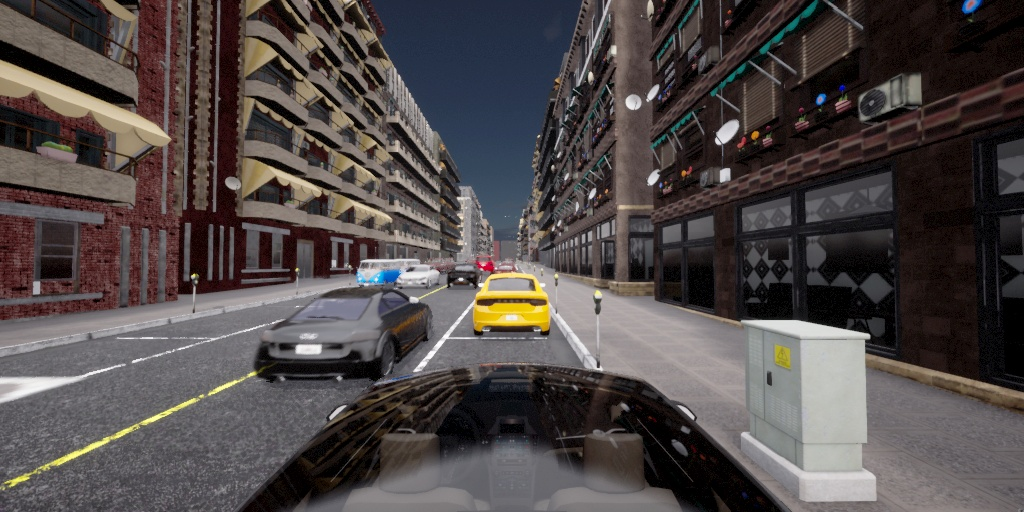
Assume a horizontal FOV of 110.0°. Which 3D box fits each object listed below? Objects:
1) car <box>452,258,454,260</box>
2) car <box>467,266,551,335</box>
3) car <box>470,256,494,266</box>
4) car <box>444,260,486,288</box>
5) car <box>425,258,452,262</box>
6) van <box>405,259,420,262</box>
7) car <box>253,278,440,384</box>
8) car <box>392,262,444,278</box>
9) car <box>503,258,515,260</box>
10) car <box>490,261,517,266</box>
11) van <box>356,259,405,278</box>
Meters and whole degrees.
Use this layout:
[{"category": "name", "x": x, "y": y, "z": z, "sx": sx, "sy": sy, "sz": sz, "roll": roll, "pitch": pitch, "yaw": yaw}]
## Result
[{"category": "car", "x": -8.335, "y": 1.128, "z": 44.724, "sx": 2.192, "sy": 1.841, "sz": 5.009, "roll": 0, "pitch": 0, "yaw": 0}, {"category": "car", "x": -0.006, "y": 1.232, "z": 10.503, "sx": 1.882, "sy": 1.535, "sz": 5.008, "roll": 0, "pitch": 0, "yaw": 0}, {"category": "car", "x": -2.923, "y": 1.021, "z": 39.327, "sx": 2.150, "sy": 2.045, "sz": 5.566, "roll": 0, "pitch": 0, "yaw": 0}, {"category": "car", "x": -3.022, "y": 1.246, "z": 23.710, "sx": 1.882, "sy": 1.535, "sz": 5.008, "roll": 0, "pitch": 0, "yaw": 0}, {"category": "car", "x": -8.335, "y": 1.115, "z": 39.194, "sx": 2.192, "sy": 1.841, "sz": 5.009, "roll": 0, "pitch": 0, "yaw": 0}, {"category": "van", "x": -8.335, "y": 1.118, "z": 28.134, "sx": 1.690, "sy": 1.789, "sz": 3.998, "roll": 0, "pitch": 0, "yaw": 0}, {"category": "car", "x": -2.925, "y": 1.317, "z": 7.168, "sx": 1.994, "sy": 1.385, "sz": 4.181, "roll": 0, "pitch": 0, "yaw": 0}, {"category": "car", "x": -5.868, "y": 1.293, "z": 22.987, "sx": 1.812, "sy": 1.442, "sz": 4.674, "roll": 0, "pitch": 0, "yaw": 0}, {"category": "car", "x": -0.445, "y": 1.240, "z": 39.134, "sx": 1.967, "sy": 1.591, "sz": 4.097, "roll": 0, "pitch": 0, "yaw": 0}, {"category": "car", "x": -0.452, "y": 1.322, "z": 28.072, "sx": 1.888, "sy": 1.381, "sz": 4.507, "roll": 0, "pitch": 0, "yaw": 0}, {"category": "van", "x": -8.335, "y": 1.108, "z": 22.603, "sx": 1.690, "sy": 1.789, "sz": 3.998, "roll": 0, "pitch": 0, "yaw": 0}]
